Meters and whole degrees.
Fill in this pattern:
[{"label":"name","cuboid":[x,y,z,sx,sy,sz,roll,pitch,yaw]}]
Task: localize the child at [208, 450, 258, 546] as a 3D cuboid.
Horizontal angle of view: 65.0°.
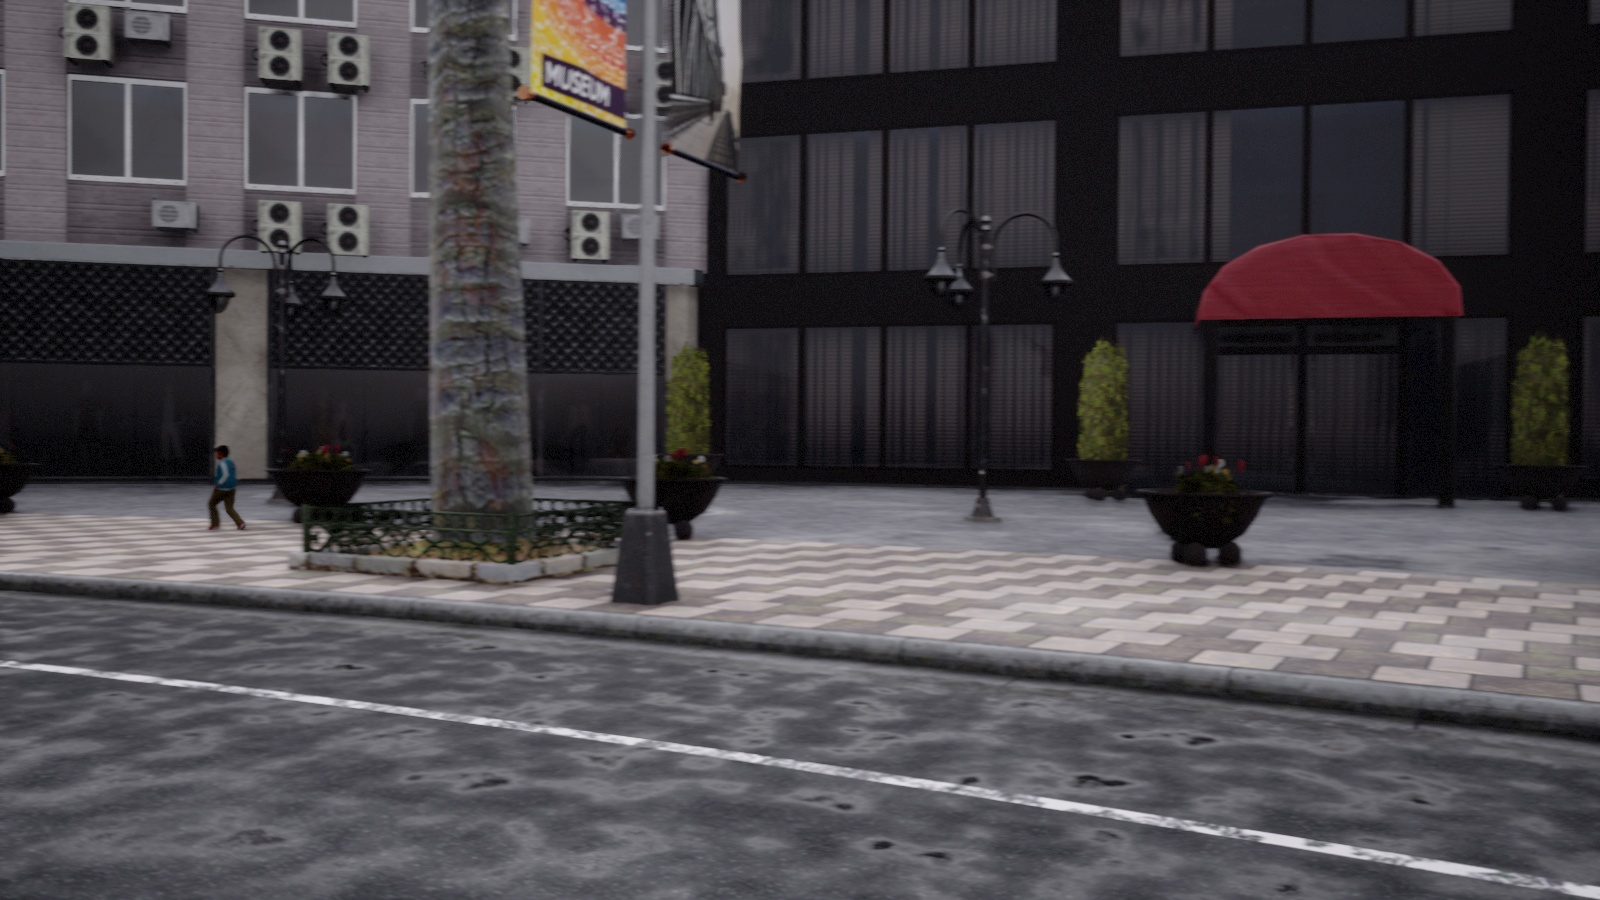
[{"label":"child","cuboid":[-7.187,0.603,15.916,0.448,1.192,0.343,0,1,11]}]
